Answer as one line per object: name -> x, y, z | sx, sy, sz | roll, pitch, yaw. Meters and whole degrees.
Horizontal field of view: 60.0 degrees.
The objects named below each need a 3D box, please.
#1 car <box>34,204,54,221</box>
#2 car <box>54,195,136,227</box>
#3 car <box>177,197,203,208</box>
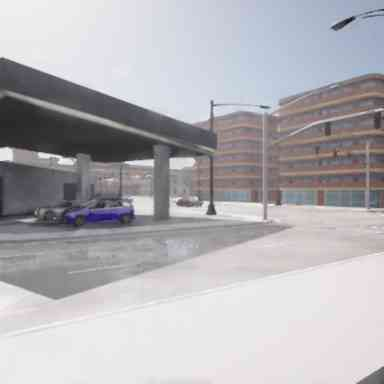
car -> -9.941, 1.399, 25.584 | 3.806, 1.475, 1.970 | 0, 0, -35
car -> -5.985, 1.255, 21.349 | 4.611, 1.667, 2.242 | 0, 0, -35
car -> -0.373, 1.480, 47.730 | 1.812, 1.442, 4.674 | 0, 0, -36
